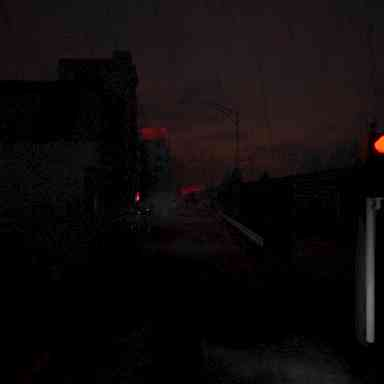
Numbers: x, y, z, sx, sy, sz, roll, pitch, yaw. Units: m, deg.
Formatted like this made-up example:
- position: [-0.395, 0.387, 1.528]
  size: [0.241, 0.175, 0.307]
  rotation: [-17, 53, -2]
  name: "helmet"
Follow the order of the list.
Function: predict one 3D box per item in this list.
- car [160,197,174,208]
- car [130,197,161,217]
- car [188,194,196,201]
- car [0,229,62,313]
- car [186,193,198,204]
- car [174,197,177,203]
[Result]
- position: [-4.131, 1.492, 47.310]
  size: [2.128, 1.511, 4.902]
  rotation: [0, 0, 0]
  name: "car"
- position: [-4.406, 1.526, 31.204]
  size: [1.812, 1.442, 4.674]
  rotation: [0, 0, 4]
  name: "car"
- position: [-0.064, 1.310, 76.718]
  size: [1.882, 1.535, 5.008]
  rotation: [0, 0, 0]
  name: "car"
- position: [-4.091, 1.526, 6.504]
  size: [1.812, 1.442, 4.674]
  rotation: [0, 0, 0]
  name: "car"
- position: [-0.053, 1.221, 66.327]
  size: [2.150, 2.045, 5.566]
  rotation: [0, 0, 0]
  name: "car"
- position: [-4.073, 1.601, 66.405]
  size: [1.895, 1.301, 4.718]
  rotation: [0, 0, 0]
  name: "car"
